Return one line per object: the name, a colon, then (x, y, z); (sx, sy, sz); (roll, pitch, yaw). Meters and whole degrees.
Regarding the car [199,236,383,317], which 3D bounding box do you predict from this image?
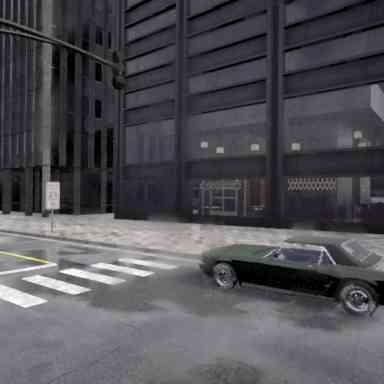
car: (2.496, 1.662, 7.590); (4.718, 1.301, 1.895); (-1, -1, 38)
